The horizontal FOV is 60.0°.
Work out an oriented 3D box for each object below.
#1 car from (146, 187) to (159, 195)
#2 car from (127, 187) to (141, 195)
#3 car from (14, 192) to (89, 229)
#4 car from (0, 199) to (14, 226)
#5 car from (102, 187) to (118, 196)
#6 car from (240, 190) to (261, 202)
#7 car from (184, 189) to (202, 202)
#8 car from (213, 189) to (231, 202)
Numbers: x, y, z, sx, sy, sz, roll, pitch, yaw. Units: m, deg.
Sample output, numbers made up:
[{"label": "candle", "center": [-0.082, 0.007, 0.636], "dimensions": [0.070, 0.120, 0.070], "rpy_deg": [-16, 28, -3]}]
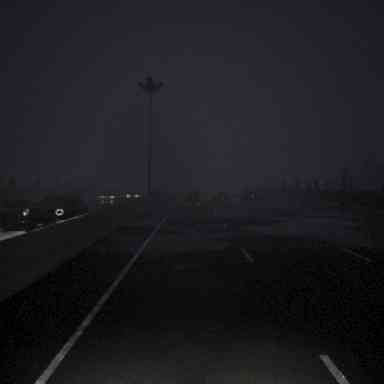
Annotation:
[{"label": "car", "center": [-7.017, -0.134, 60.236], "dimensions": [2.033, 1.411, 5.357], "rpy_deg": [0, 1, 1]}, {"label": "car", "center": [-10.516, -0.203, 60.894], "dimensions": [1.882, 1.535, 5.008], "rpy_deg": [0, 1, 1]}, {"label": "car", "center": [-7.096, 0.899, 17.715], "dimensions": [2.097, 1.767, 4.553], "rpy_deg": [0, 2, 0]}, {"label": "car", "center": [-10.597, 1.103, 19.194], "dimensions": [1.895, 1.301, 4.718], "rpy_deg": [0, 2, 0]}, {"label": "car", "center": [-14.036, -0.128, 57.164], "dimensions": [1.837, 1.490, 4.892], "rpy_deg": [0, 2, 1]}, {"label": "car", "center": [7.107, 0.419, 40.807], "dimensions": [1.994, 1.385, 4.181], "rpy_deg": [0, 2, 0]}, {"label": "car", "center": [0.108, 0.384, 40.655], "dimensions": [1.812, 1.442, 4.674], "rpy_deg": [0, 2, 0]}, {"label": "car", "center": [3.607, 0.386, 40.602], "dimensions": [1.812, 1.442, 4.674], "rpy_deg": [0, 2, 0]}]
